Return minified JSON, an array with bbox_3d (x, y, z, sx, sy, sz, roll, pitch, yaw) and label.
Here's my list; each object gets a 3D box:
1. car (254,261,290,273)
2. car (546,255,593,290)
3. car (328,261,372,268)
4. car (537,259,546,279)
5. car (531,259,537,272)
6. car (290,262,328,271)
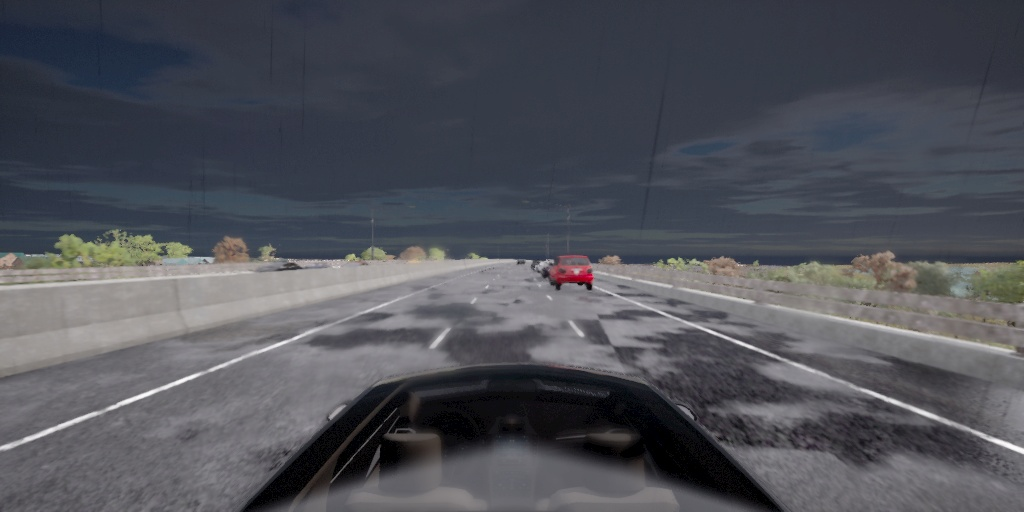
[{"bbox_3d":[-20.811,1.248,32.236,1.837,1.490,4.892,0,-1,1],"label":"car"},{"bbox_3d":[3.613,0.985,22.583,2.150,2.045,5.566,0,0,1],"label":"car"},{"bbox_3d":[-13.821,1.229,31.755,1.882,1.535,5.008,0,0,1],"label":"car"},{"bbox_3d":[3.774,1.287,33.505,2.163,1.488,4.792,0,0,1],"label":"car"},{"bbox_3d":[3.847,1.343,44.794,1.812,1.442,4.674,0,0,-5],"label":"car"},{"bbox_3d":[-17.315,1.311,32.023,1.994,1.385,4.181,0,0,1],"label":"car"}]
